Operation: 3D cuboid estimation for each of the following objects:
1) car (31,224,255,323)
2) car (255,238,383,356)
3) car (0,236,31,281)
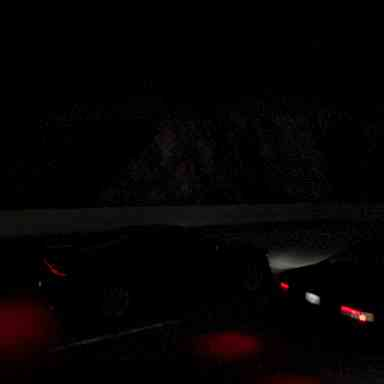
[{"bbox_3d":[-0.538,1.432,7.111,5.008,1.535,1.882,0,0,-31],"label":"car"},{"bbox_3d":[3.937,1.527,5.703,5.357,1.411,2.033,0,0,-26],"label":"car"},{"bbox_3d":[-6.342,1.476,7.931,5.357,1.411,2.033,0,0,-35],"label":"car"}]
